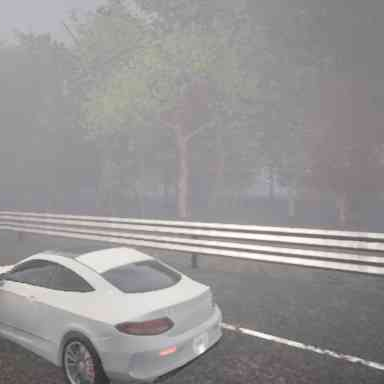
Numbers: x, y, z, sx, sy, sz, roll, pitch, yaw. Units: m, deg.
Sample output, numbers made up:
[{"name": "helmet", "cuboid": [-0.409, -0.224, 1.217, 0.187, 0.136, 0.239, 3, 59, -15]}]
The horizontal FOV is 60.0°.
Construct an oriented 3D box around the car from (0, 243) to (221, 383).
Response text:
[{"name": "car", "cuboid": [-1.778, 1.548, 5.141, 4.674, 1.442, 1.812, 0, 0, 35]}]
